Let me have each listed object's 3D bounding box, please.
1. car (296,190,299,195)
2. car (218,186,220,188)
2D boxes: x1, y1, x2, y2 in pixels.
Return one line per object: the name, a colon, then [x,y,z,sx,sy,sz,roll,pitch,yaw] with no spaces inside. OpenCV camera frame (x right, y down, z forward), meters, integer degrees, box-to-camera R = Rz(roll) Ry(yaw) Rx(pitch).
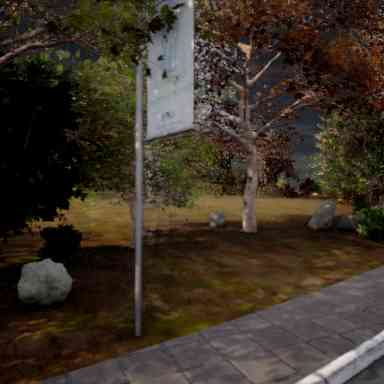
car: [27.337,0.223,88.099,2.097,1.535,5.008,5,1,17]
car: [8.863,-1.285,93.931,1.946,1.575,5.366,5,1,17]
